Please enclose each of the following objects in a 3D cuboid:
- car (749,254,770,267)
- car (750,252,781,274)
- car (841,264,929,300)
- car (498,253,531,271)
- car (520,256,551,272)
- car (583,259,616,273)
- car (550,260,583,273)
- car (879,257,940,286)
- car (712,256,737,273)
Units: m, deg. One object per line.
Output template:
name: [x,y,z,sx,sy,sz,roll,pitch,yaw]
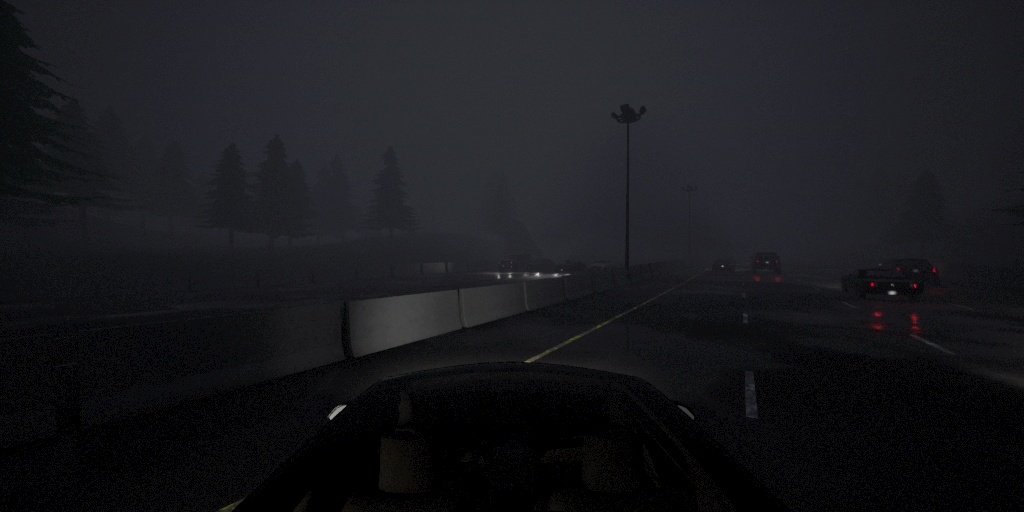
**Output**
car: [32.506,0.583,47.185,2.128,1.511,4.902,0,1,32]
car: [24.460,0.627,34.610,2.150,2.045,5.566,0,1,32]
car: [17.505,1.259,17.238,1.895,1.301,4.718,0,1,33]
car: [0.524,0.715,42.843,2.150,2.045,5.566,0,1,33]
car: [3.208,1.008,40.553,1.837,1.490,4.892,0,0,33]
car: [9.402,1.024,37.237,1.812,1.442,4.674,0,1,33]
car: [6.321,1.095,38.918,1.895,1.301,4.718,0,1,33]
car: [25.735,0.897,23.606,2.097,1.767,4.553,0,1,33]
car: [21.886,0.955,37.087,1.994,1.385,4.181,0,1,33]
